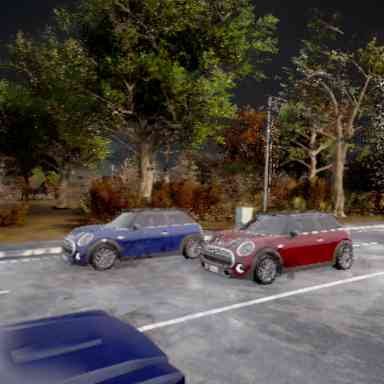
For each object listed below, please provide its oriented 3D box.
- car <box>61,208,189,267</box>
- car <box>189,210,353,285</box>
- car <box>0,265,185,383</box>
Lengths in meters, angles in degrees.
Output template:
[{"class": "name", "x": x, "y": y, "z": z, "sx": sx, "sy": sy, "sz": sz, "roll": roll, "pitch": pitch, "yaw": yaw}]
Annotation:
[{"class": "car", "x": -1.832, "y": 1.341, "z": 10.961, "sx": 4.553, "sy": 1.767, "sz": 2.097, "roll": 1, "pitch": 0, "yaw": -33}, {"class": "car", "x": 2.483, "y": 1.357, "z": 9.548, "sx": 4.553, "sy": 1.767, "sz": 2.097, "roll": 0, "pitch": 0, "yaw": -31}, {"class": "car", "x": -2.299, "y": 1.586, "z": 2.023, "sx": 4.718, "sy": 1.301, "sz": 1.895, "roll": 0, "pitch": 0, "yaw": -36}]
